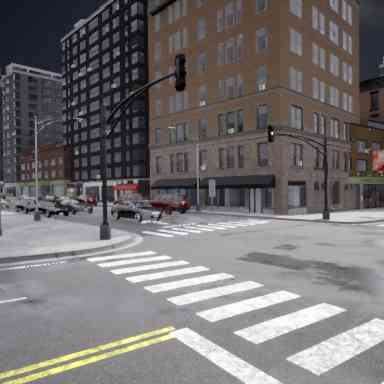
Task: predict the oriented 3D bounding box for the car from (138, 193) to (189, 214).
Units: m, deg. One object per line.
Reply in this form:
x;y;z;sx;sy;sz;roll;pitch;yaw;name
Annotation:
-2.445;1.085;31.196;2.192;1.841;5.009;0;1;-44;car

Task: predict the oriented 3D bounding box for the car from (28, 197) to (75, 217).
-12.392;1.417;29.200;1.947;1.339;4.313;0;1;-44;car

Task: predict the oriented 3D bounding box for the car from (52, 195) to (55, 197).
-17.803;1.180;46.994;1.802;1.307;4.206;0;1;-44;car

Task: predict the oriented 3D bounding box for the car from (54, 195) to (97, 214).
-11.255;1.328;31.973;1.812;1.442;4.674;-1;1;-44;car

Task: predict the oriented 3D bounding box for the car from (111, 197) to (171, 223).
-4.173;1.371;24.691;2.128;1.511;4.902;-1;1;-44;car

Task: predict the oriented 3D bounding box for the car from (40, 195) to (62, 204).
-21.642;1.135;50.943;1.802;1.307;4.206;0;1;-44;car

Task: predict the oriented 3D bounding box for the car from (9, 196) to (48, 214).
-16.231;1.374;33.148;1.947;1.339;4.313;0;1;-44;car

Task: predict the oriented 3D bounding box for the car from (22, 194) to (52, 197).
-18.900;1.242;39.857;1.812;1.442;4.674;-1;1;-44;car

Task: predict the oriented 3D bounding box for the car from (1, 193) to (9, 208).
-23.789;1.247;40.921;1.752;1.417;4.829;0;1;-44;car

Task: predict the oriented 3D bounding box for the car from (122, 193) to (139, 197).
-6.284;1.043;35.145;2.192;1.841;5.009;0;1;-44;car

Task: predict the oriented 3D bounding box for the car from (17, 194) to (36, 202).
-29.321;1.043;58.840;1.802;1.307;4.206;0;1;-44;car

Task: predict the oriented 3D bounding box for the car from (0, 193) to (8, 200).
-40.839;0.885;70.686;1.947;1.339;4.313;0;1;-44;car
